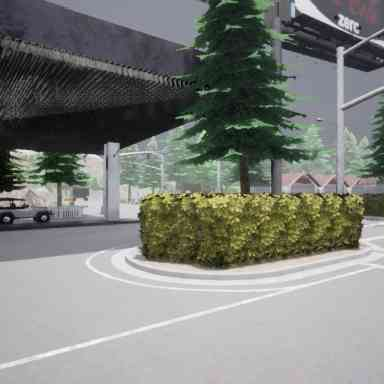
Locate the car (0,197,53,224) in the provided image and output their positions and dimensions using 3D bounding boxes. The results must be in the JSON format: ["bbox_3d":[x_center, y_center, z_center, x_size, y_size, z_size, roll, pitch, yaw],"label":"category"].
[{"bbox_3d":[-12.017,1.313,23.451,3.866,1.878,1.905,0,0,-36],"label":"car"}]
